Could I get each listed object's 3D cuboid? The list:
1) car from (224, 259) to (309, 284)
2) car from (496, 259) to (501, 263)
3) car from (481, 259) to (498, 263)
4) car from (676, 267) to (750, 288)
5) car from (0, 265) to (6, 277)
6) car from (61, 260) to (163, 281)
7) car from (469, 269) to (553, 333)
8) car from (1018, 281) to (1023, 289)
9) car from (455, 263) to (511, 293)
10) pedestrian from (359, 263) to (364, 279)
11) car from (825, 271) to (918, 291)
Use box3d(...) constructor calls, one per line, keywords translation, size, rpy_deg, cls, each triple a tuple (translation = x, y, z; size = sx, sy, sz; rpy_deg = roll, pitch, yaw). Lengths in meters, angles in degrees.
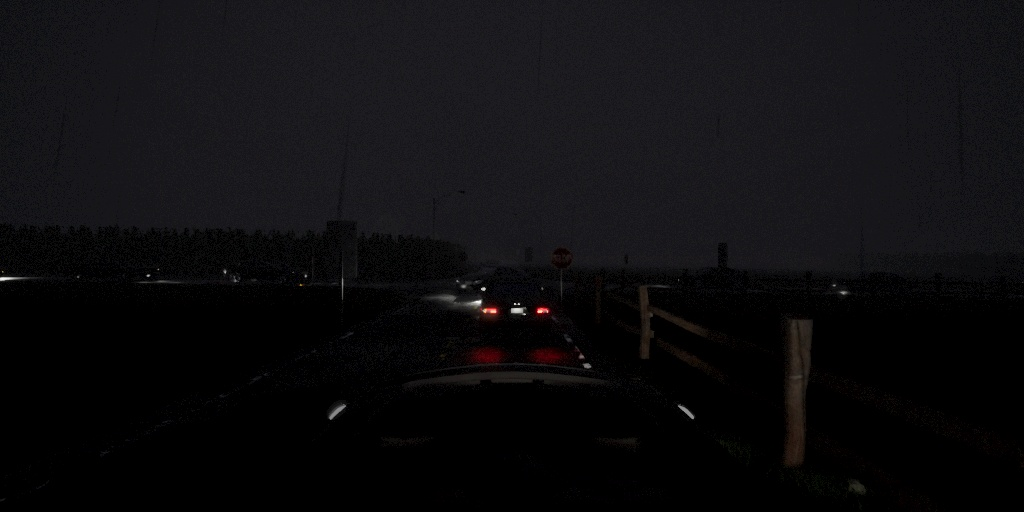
box3d(translation=(-15.697, 0.978, 23.090), size=(4.902, 1.511, 2.128), rpy_deg=(1, -1, 1), cls="car")
box3d(translation=(-2.937, 1.305, 50.359), size=(2.033, 1.411, 5.357), rpy_deg=(0, 0, 0), cls="car")
box3d(translation=(-2.919, 1.357, 40.514), size=(1.895, 1.301, 4.718), rpy_deg=(0, 0, 0), cls="car")
box3d(translation=(14.613, 1.559, 26.222), size=(4.892, 1.490, 1.837), rpy_deg=(1, -1, 0), cls="car")
box3d(translation=(-35.627, 0.698, 23.039), size=(4.181, 1.385, 1.994), rpy_deg=(1, -1, 0), cls="car")
box3d(translation=(-25.606, 0.911, 23.080), size=(4.718, 1.301, 1.895), rpy_deg=(1, -1, 0), cls="car")
box3d(translation=(0.047, 1.299, 10.723), size=(2.033, 1.411, 5.357), rpy_deg=(0, 0, -1), cls="car")
box3d(translation=(40.664, 2.123, 26.322), size=(4.718, 1.301, 1.895), rpy_deg=(1, -1, 0), cls="car")
box3d(translation=(-1.092, 1.282, 19.914), size=(1.812, 1.442, 4.674), rpy_deg=(0, 0, 35), cls="car")
box3d(translation=(-12.223, 1.170, 29.119), size=(0.375, 1.300, 0.375), rpy_deg=(0, -2, 0), cls="pedestrian")
box3d(translation=(26.281, 1.810, 26.275), size=(5.357, 1.411, 2.033), rpy_deg=(1, -1, 0), cls="car")
